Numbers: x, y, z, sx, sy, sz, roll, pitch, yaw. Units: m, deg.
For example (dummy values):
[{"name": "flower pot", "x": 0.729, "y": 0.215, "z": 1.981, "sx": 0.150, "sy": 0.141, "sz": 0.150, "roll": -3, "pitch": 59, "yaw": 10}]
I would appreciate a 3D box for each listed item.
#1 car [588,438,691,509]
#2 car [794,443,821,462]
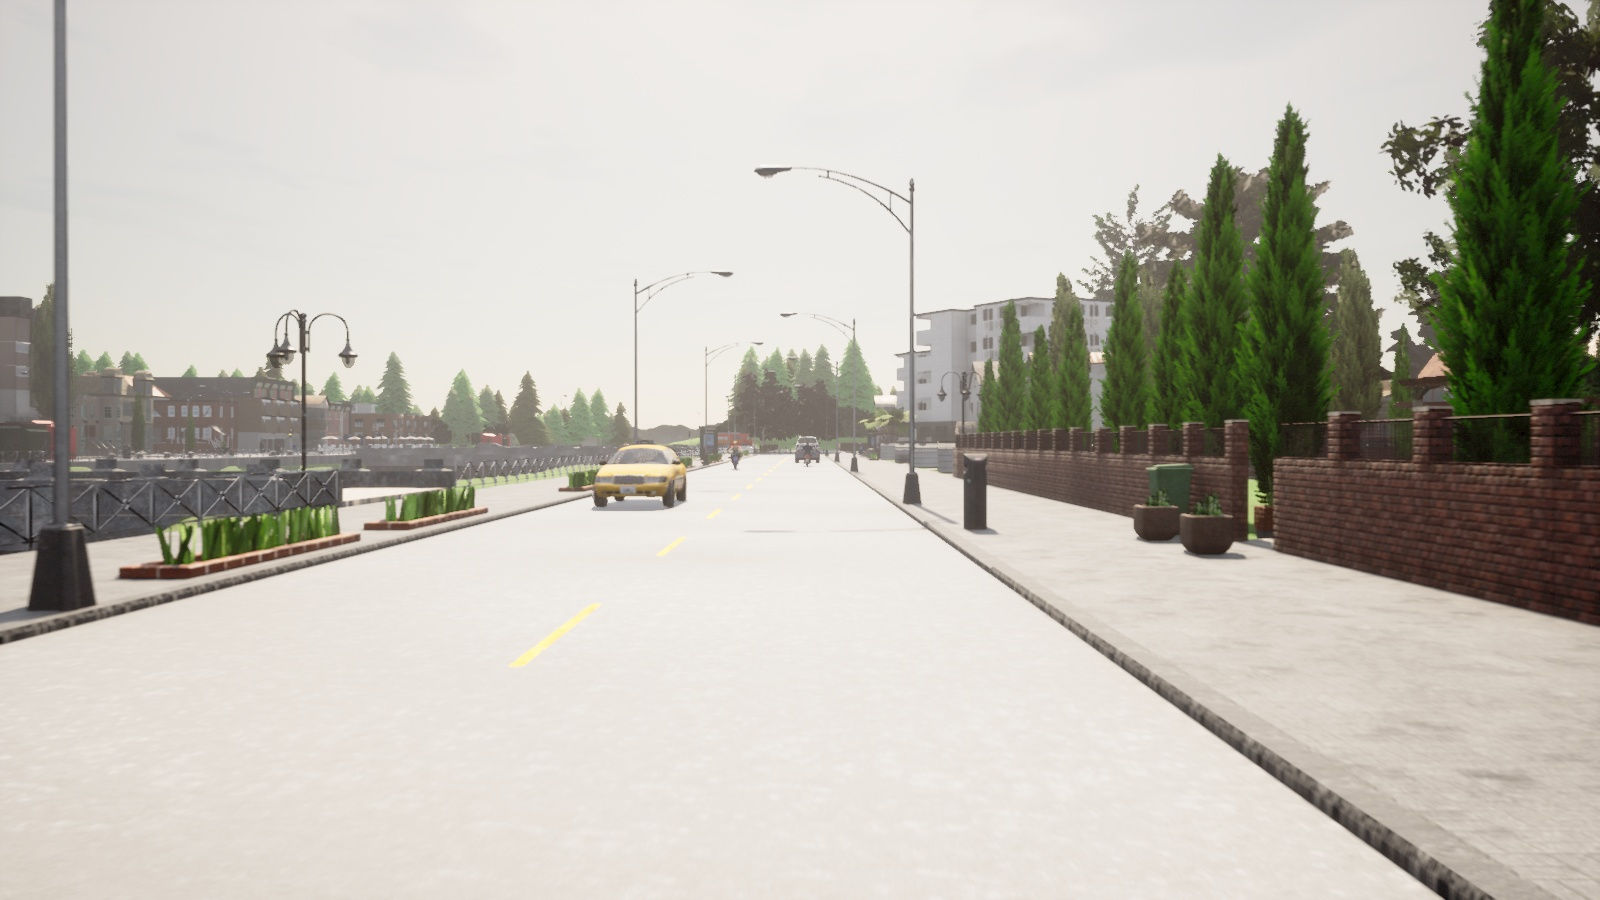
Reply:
[{"name": "car", "x": -3.809, "y": 0.510, "z": 30.603, "sx": 1.801, "sy": 1.575, "sz": 5.366, "roll": 0, "pitch": 0, "yaw": 0}, {"name": "car", "x": 0.565, "y": 0.174, "z": 95.454, "sx": 1.970, "sy": 1.475, "sz": 3.806, "roll": 0, "pitch": 0, "yaw": 0}]
